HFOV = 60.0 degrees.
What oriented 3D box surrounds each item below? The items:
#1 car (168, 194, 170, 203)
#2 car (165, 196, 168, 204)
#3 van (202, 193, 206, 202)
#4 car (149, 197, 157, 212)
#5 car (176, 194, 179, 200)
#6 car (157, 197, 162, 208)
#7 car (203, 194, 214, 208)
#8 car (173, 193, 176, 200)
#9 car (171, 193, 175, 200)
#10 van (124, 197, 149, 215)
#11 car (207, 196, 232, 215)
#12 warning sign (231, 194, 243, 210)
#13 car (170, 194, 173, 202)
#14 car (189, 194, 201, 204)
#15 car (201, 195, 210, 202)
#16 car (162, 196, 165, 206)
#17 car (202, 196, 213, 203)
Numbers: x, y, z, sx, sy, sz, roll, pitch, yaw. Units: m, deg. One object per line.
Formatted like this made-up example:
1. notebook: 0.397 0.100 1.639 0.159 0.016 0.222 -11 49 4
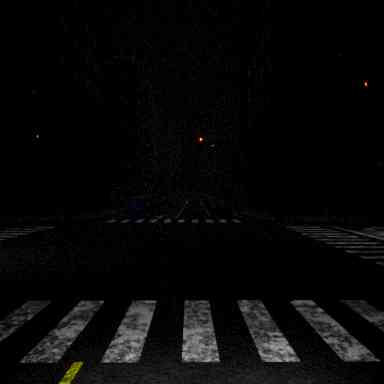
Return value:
1. car: -5.528 1.527 61.627 1.752 1.417 4.829 0 0 0
2. car: -5.558 1.568 56.129 1.947 1.339 4.313 0 0 0
3. van: 2.968 1.344 56.088 1.690 1.788 3.998 0 0 0
4. car: -5.650 1.443 39.124 1.967 1.590 4.097 0 0 0
5. car: -5.373 1.307 90.138 2.192 1.841 5.009 0 0 0
6. car: -5.619 1.569 44.792 1.947 1.339 4.313 0 0 0
7. car: 2.906 1.443 44.749 1.967 1.590 4.097 0 0 0
8. car: -5.435 1.522 78.631 1.752 1.417 4.829 0 0 0
9. car: -5.465 1.543 73.133 1.887 1.381 4.507 0 0 0
10. van: -5.681 1.343 33.456 1.690 1.788 3.998 0 0 0
11. car: 2.845 1.442 33.411 1.967 1.590 4.097 0 0 0
12. warning sign: 5.278 1.118 39.392 1.300 1.860 1.060 0 0 0
13. car: -5.496 1.566 67.465 1.947 1.339 4.313 0 0 0
14. car: 0.344 1.565 63.785 1.994 1.385 4.181 0 0 0
15. car: 3.091 1.437 78.765 1.967 1.590 4.097 0 0 0
16. car: -5.589 1.585 50.460 1.802 1.307 4.206 0 0 0
17. car: 3.030 1.551 67.427 2.008 1.369 4.403 0 0 0
